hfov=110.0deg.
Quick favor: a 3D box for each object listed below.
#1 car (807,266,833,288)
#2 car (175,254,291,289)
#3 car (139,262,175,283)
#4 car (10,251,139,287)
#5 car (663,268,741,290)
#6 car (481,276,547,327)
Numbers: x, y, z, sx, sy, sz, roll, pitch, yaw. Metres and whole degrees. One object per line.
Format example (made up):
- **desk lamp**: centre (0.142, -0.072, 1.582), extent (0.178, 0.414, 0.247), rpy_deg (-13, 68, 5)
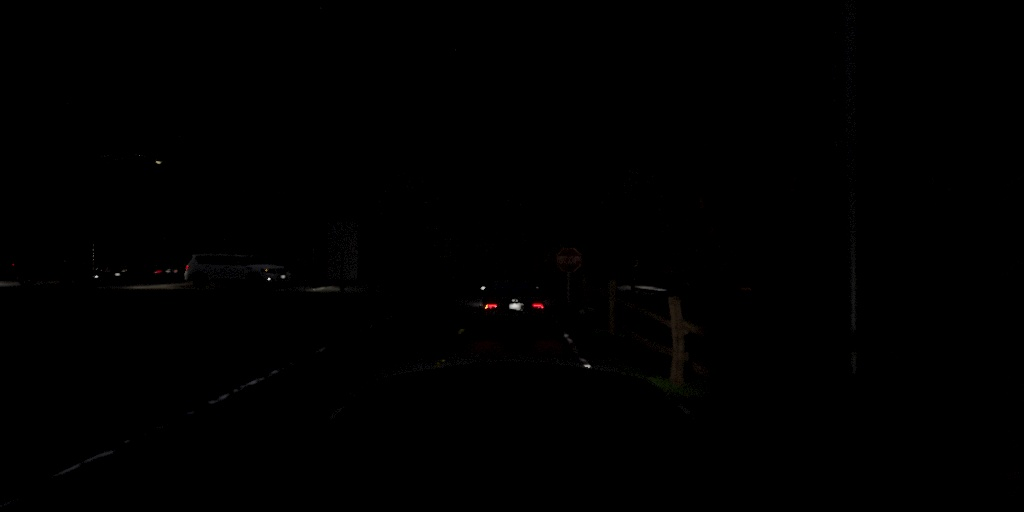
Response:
- **car**: centre (22.209, 1.485, 24.548), extent (4.553, 1.767, 2.097), rpy_deg (1, 0, 1)
- **car**: centre (-16.770, 0.890, 22.025), extent (5.566, 2.045, 2.150), rpy_deg (1, 0, 1)
- **car**: centre (-26.574, 1.095, 25.085), extent (5.357, 1.411, 2.033), rpy_deg (1, 0, 0)
- **car**: centre (-27.135, 0.759, 22.145), extent (5.566, 2.045, 2.150), rpy_deg (1, 0, 0)
- **car**: centre (12.949, 1.531, 24.649), extent (4.892, 1.490, 1.837), rpy_deg (1, 0, 1)
- **car**: centre (-0.042, 1.347, 11.681), extent (2.033, 1.411, 5.357), rpy_deg (0, 0, -3)
